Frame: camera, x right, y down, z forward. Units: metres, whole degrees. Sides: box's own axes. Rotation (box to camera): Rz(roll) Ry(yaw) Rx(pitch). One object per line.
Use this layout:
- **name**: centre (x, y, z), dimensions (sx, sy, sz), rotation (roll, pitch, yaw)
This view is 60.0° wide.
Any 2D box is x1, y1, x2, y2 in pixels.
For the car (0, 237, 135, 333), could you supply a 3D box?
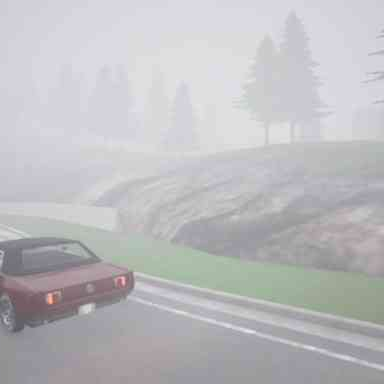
- **car**: centre (-3.361, 1.603, 6.857), dimensions (4.718, 1.301, 1.895), rotation (0, 0, 41)
